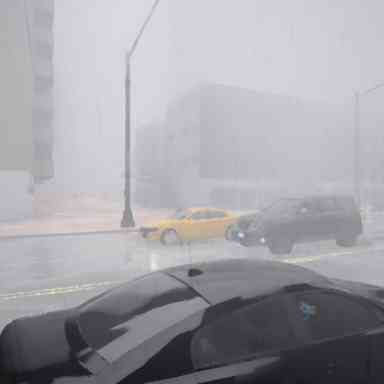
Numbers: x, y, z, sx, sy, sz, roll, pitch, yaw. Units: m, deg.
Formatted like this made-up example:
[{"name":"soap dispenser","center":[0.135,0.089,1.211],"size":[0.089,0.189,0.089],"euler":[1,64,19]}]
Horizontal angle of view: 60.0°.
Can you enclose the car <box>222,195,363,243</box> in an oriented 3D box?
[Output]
[{"name":"car","center":[4.250,1.164,13.162],"size":[5.566,2.045,2.150],"euler":[-1,0,-26]}]

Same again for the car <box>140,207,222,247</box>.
[{"name":"car","center":[0.150,1.449,15.052],"size":[5.008,1.535,1.882],"euler":[-1,0,-26]}]

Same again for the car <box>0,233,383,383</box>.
[{"name":"car","center":[0.764,1.476,3.439],"size":[5.008,1.535,1.882],"euler":[0,0,-26]}]
